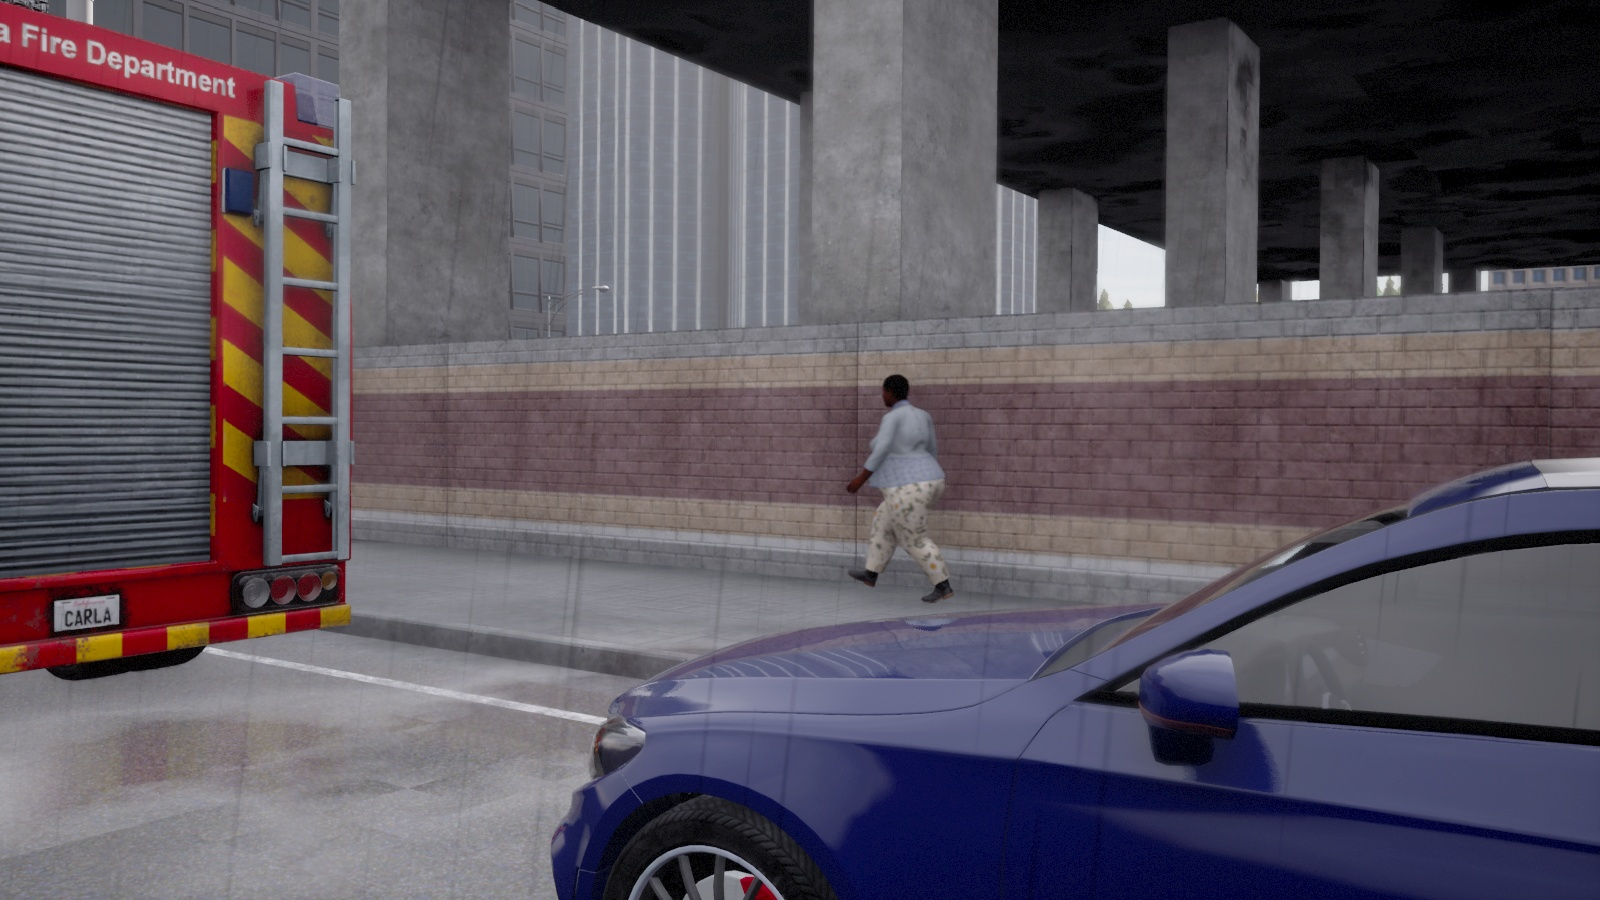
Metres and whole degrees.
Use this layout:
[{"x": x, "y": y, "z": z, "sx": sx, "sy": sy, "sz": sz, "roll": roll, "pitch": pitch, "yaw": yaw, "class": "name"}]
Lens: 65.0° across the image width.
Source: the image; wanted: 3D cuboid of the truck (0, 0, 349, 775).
[{"x": -6.880, "y": -0.483, "z": 8.172, "sx": 8.468, "sy": 3.827, "sz": 2.891, "roll": 0, "pitch": 1, "yaw": 34, "class": "truck"}]

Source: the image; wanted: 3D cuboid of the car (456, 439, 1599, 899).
[{"x": 1.618, "y": 0.708, "z": 2.546, "sx": 4.674, "sy": 1.442, "sz": 1.812, "roll": 0, "pitch": 1, "yaw": 33, "class": "car"}]

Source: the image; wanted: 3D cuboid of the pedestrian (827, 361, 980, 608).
[{"x": 0.836, "y": 0.250, "z": 10.044, "sx": 0.900, "sy": 1.855, "sz": 0.874, "roll": 0, "pitch": 1, "yaw": 34, "class": "pedestrian"}]
